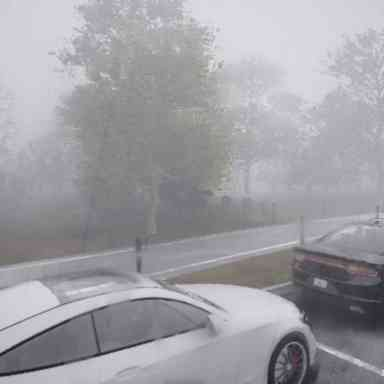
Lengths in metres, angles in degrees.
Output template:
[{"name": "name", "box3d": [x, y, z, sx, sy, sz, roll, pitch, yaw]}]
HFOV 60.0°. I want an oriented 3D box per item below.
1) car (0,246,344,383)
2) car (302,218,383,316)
[{"name": "car", "box3d": [-0.750, 1.521, 3.306, 4.674, 1.452, 2.002, -2, -1, -36]}, {"name": "car", "box3d": [4.282, 1.285, 6.824, 5.008, 1.535, 2.097, -2, 2, -30]}]
